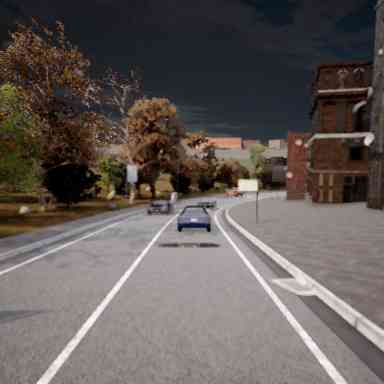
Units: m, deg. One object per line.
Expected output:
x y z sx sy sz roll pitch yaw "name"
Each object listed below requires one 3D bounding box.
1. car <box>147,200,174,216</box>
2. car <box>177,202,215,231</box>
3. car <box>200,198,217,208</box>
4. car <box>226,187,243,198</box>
-2.948 1.467 31.687 1.994 1.385 4.181 0 1 6 "car"
0.159 1.528 20.487 1.994 1.385 4.181 0 0 1 "car"
2.009 1.430 40.951 1.895 1.301 4.718 1 1 11 "car"
9.125 0.100 70.806 2.150 2.045 5.566 3 3 27 "car"
